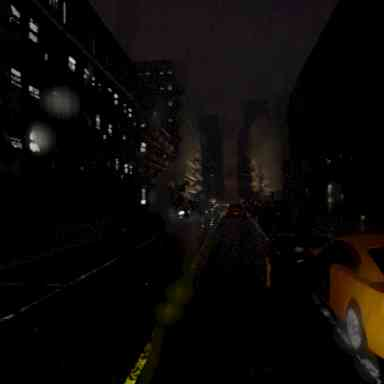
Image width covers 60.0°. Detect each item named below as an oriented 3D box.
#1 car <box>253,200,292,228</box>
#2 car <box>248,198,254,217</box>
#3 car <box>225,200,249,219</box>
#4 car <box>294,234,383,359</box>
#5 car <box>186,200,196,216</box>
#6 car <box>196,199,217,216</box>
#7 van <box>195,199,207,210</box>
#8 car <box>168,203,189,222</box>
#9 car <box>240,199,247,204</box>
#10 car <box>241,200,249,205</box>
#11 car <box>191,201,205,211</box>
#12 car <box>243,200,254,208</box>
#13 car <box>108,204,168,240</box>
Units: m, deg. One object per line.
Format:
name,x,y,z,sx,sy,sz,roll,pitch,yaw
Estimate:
car,5.865,1.527,23.877,2.192,1.841,5.009,-1,-1,7
car,7.238,1.783,35.171,1.967,1.590,4.097,-1,-1,7
car,4.386,1.847,33.437,1.882,1.535,5.008,-1,-1,7
car,3.358,1.496,5.998,1.882,1.535,5.008,-1,-1,7
car,-1.079,1.944,36.183,1.967,1.590,4.097,-1,-1,7
car,1.923,1.988,39.451,2.128,1.511,4.902,-1,-1,7
van,1.664,2.121,58.774,1.690,1.788,3.998,-1,-1,7
car,-1.764,1.989,30.533,2.008,1.369,4.403,-1,-1,7
car,14.101,2.659,91.651,1.802,1.307,4.206,-1,-1,7
car,12.728,2.503,80.354,1.802,1.307,4.206,-1,-1,7
car,0.959,2.232,52.958,1.752,1.417,4.829,-1,-1,7
car,10.669,2.238,63.410,1.887,1.381,4.507,-1,-1,7
car,-3.139,1.622,19.238,2.192,1.841,5.009,-1,-1,7
